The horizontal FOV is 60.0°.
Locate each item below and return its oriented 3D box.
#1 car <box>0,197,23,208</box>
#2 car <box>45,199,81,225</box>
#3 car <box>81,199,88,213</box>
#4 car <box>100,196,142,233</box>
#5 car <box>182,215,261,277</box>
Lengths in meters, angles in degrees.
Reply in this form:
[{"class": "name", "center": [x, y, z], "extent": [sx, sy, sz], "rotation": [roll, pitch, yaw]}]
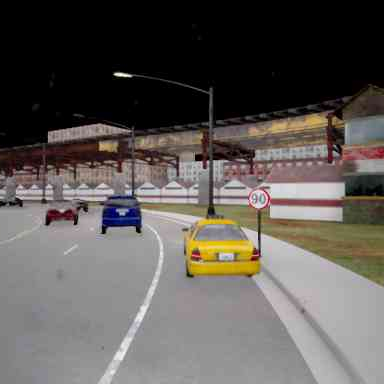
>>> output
[{"class": "car", "center": [-26.493, 1.501, 48.307], "extent": [4.892, 1.490, 1.837], "rotation": [0, 0, 34]}, {"class": "car", "center": [-9.613, 1.350, 24.570], "extent": [2.097, 1.767, 4.553], "rotation": [0, 0, -21]}, {"class": "car", "center": [-13.067, 1.503, 36.790], "extent": [1.837, 1.490, 4.892], "rotation": [1, 0, -38]}, {"class": "car", "center": [-4.258, 1.221, 19.804], "extent": [2.150, 2.045, 5.566], "rotation": [0, 0, -14]}, {"class": "car", "center": [0.676, 1.456, 10.171], "extent": [1.801, 1.575, 5.366], "rotation": [0, 0, -3]}]
